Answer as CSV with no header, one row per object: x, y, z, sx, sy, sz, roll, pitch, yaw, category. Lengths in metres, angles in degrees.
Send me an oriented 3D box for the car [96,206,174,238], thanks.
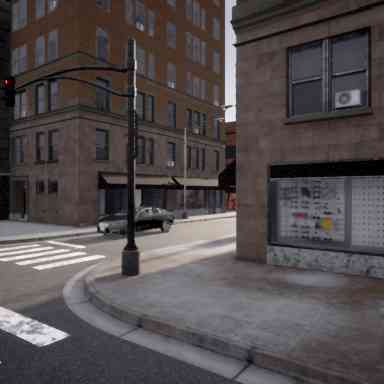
-2.982,1.556,18.414,2.128,1.511,4.902,0,0,36,car
